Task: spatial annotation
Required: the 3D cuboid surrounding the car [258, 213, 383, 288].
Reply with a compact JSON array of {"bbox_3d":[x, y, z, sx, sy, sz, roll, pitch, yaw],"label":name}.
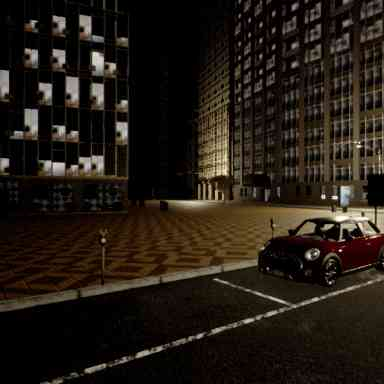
[{"bbox_3d":[3.710,1.438,9.208,4.097,1.590,1.967,0,0,-36],"label":"car"}]
